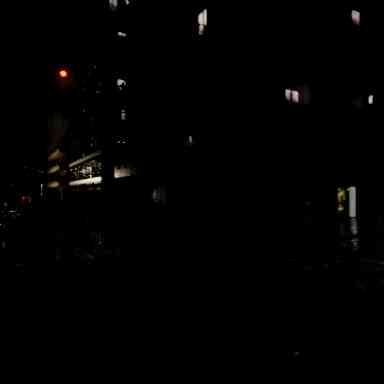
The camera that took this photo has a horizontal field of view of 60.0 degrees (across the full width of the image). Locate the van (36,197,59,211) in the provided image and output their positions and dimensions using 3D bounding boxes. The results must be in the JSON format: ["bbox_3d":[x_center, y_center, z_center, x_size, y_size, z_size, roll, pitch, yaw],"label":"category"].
[{"bbox_3d":[-14.795,1.472,34.509,1.690,1.788,3.998,1,0,-29],"label":"van"}]

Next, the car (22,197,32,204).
[{"bbox_3d":[-36.407,1.774,73.312,1.887,1.381,4.507,1,0,-29],"label":"car"}]

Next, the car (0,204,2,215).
[{"bbox_3d":[-16.309,1.431,26.142,2.097,1.767,4.553,0,0,-29],"label":"car"}]

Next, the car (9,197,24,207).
[{"bbox_3d":[-28.302,1.646,53.482,1.882,1.535,5.008,0,0,-29],"label":"car"}]

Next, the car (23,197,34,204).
[{"bbox_3d":[-33.706,1.763,68.461,1.887,1.381,4.507,1,0,-29],"label":"car"}]

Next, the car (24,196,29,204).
[{"bbox_3d":[-25.602,1.734,53.910,2.008,1.369,4.403,1,0,-29],"label":"car"}]

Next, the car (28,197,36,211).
[{"bbox_3d":[-20.199,1.598,44.209,1.967,1.590,4.097,1,0,-29],"label":"car"}]

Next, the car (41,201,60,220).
[{"bbox_3d":[-12.096,1.700,29.657,1.802,1.307,4.206,1,0,-29],"label":"car"}]

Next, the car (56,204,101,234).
[{"bbox_3d":[-6.693,1.655,19.956,1.947,1.339,4.313,1,0,-29],"label":"car"}]

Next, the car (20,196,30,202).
[{"bbox_3d":[-41.810,1.801,83.013,2.008,1.369,4.403,1,0,-29],"label":"car"}]
